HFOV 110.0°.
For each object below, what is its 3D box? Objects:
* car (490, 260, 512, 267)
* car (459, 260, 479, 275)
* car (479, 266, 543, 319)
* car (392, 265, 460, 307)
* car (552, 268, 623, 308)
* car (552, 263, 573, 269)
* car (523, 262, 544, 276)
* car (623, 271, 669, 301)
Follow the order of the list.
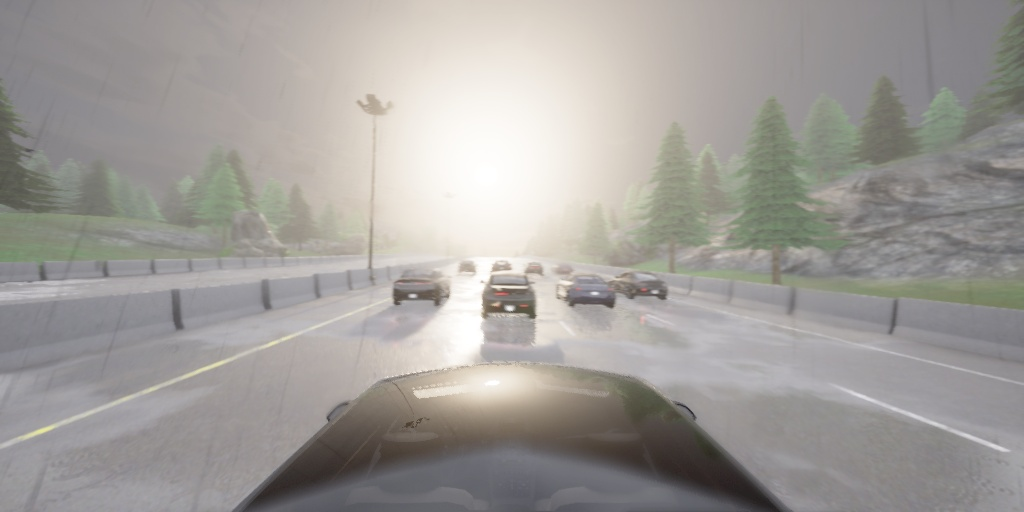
[{"bbox_3d":[-1.036,1.136,35.123,2.097,1.767,4.553,1,0,-2],"label":"car"},{"bbox_3d":[-4.689,1.195,38.776,1.837,1.490,4.892,1,1,-2],"label":"car"},{"bbox_3d":[-0.159,1.329,13.321,1.837,1.490,4.892,1,0,-2],"label":"car"},{"bbox_3d":[-3.754,1.254,15.635,2.128,1.511,4.902,1,0,-2],"label":"car"},{"bbox_3d":[3.223,1.462,16.299,1.994,1.385,4.181,1,0,-2],"label":"car"},{"bbox_3d":[5.745,1.443,40.566,1.994,1.385,4.181,1,0,-2],"label":"car"},{"bbox_3d":[2.315,1.333,38.758,1.837,1.490,4.892,1,1,-2],"label":"car"},{"bbox_3d":[6.613,1.494,19.079,1.812,1.442,4.674,1,0,-2],"label":"car"}]
